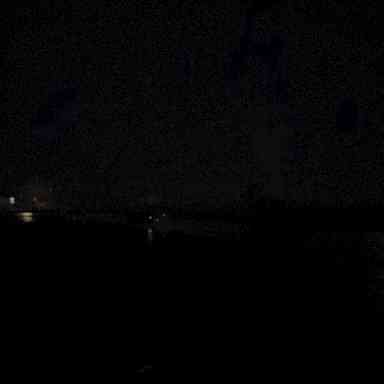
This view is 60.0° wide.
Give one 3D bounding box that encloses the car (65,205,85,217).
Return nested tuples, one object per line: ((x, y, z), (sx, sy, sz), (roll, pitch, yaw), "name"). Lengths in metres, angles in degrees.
((-17.323, 2.769, 49.052), (1.837, 1.490, 4.892), (-3, 0, -35), "car")

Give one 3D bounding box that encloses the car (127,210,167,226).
((-4.192, 2.288, 30.423), (1.895, 1.301, 4.718), (-3, 0, -35), "car")
